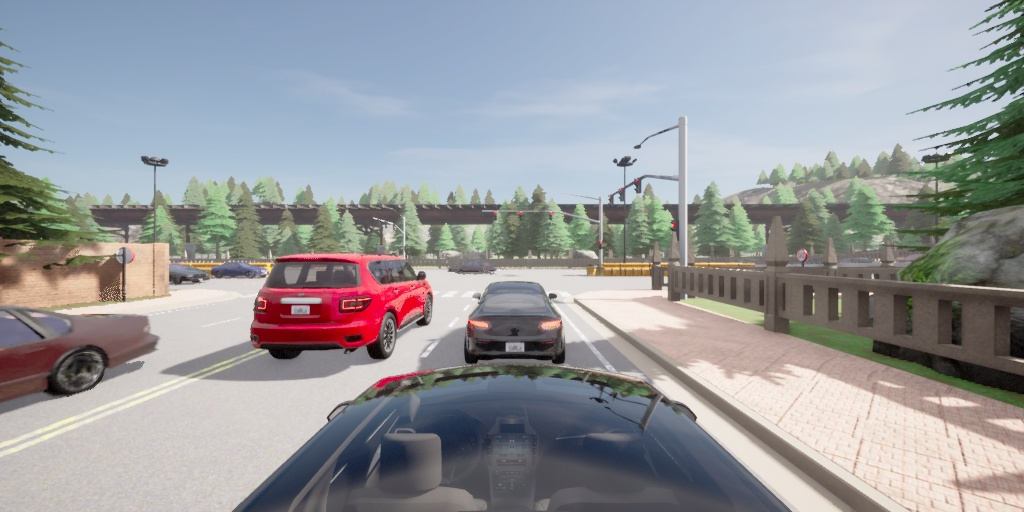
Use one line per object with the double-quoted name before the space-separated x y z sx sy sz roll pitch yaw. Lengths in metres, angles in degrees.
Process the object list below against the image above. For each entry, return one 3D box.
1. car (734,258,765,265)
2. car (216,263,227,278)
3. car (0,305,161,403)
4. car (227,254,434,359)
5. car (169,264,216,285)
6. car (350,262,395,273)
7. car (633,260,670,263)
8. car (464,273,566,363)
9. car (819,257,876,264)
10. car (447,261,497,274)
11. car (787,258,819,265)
"car" 27.825 1.098 43.070 4.553 1.767 2.097 0 0 0
"car" -24.701 1.273 32.583 4.674 1.442 1.812 0 0 0
"car" -7.109 1.297 3.848 2.033 1.411 5.357 0 0 0
"car" -3.441 0.971 8.520 2.150 2.045 5.566 0 0 0
"car" -24.846 1.295 25.584 5.357 1.411 2.033 0 0 0
"car" -16.781 1.347 43.247 4.718 1.301 1.895 0 0 0
"car" 16.207 1.223 39.606 5.008 1.535 1.882 0 0 0
"car" 0.061 1.275 7.969 1.812 1.442 4.674 0 0 0
"car" 37.341 0.968 39.562 4.553 1.767 2.097 -2 0 0
"car" -4.358 1.294 39.694 5.357 1.411 2.033 0 0 0
"car" 38.107 1.097 46.562 4.892 1.490 1.837 -2 0 0
